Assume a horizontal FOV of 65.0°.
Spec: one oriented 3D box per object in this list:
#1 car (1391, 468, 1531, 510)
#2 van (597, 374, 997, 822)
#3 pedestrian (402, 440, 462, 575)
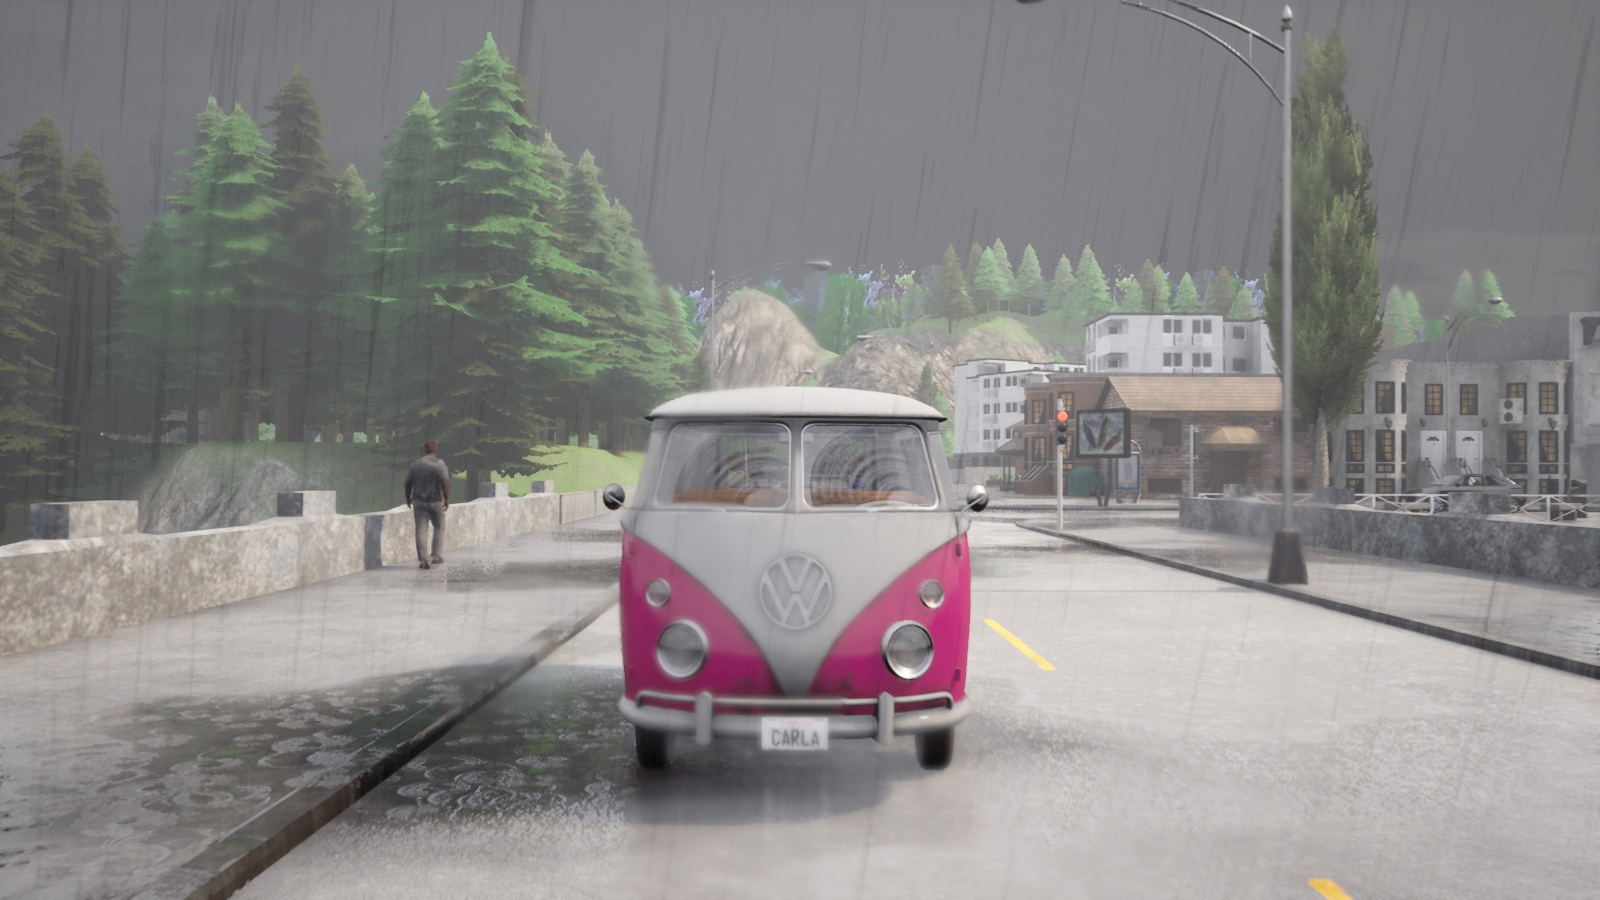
[{"bbox_3d":[24.315,1.417,46.263,4.193,1.474,1.816,0,-1,0],"label":"car"},{"bbox_3d":[-0.021,0.677,7.824,1.775,1.987,4.442,0,0,0],"label":"van"},{"bbox_3d":[-5.284,0.811,18.047,0.563,1.883,0.849,0,-1,4],"label":"pedestrian"}]
